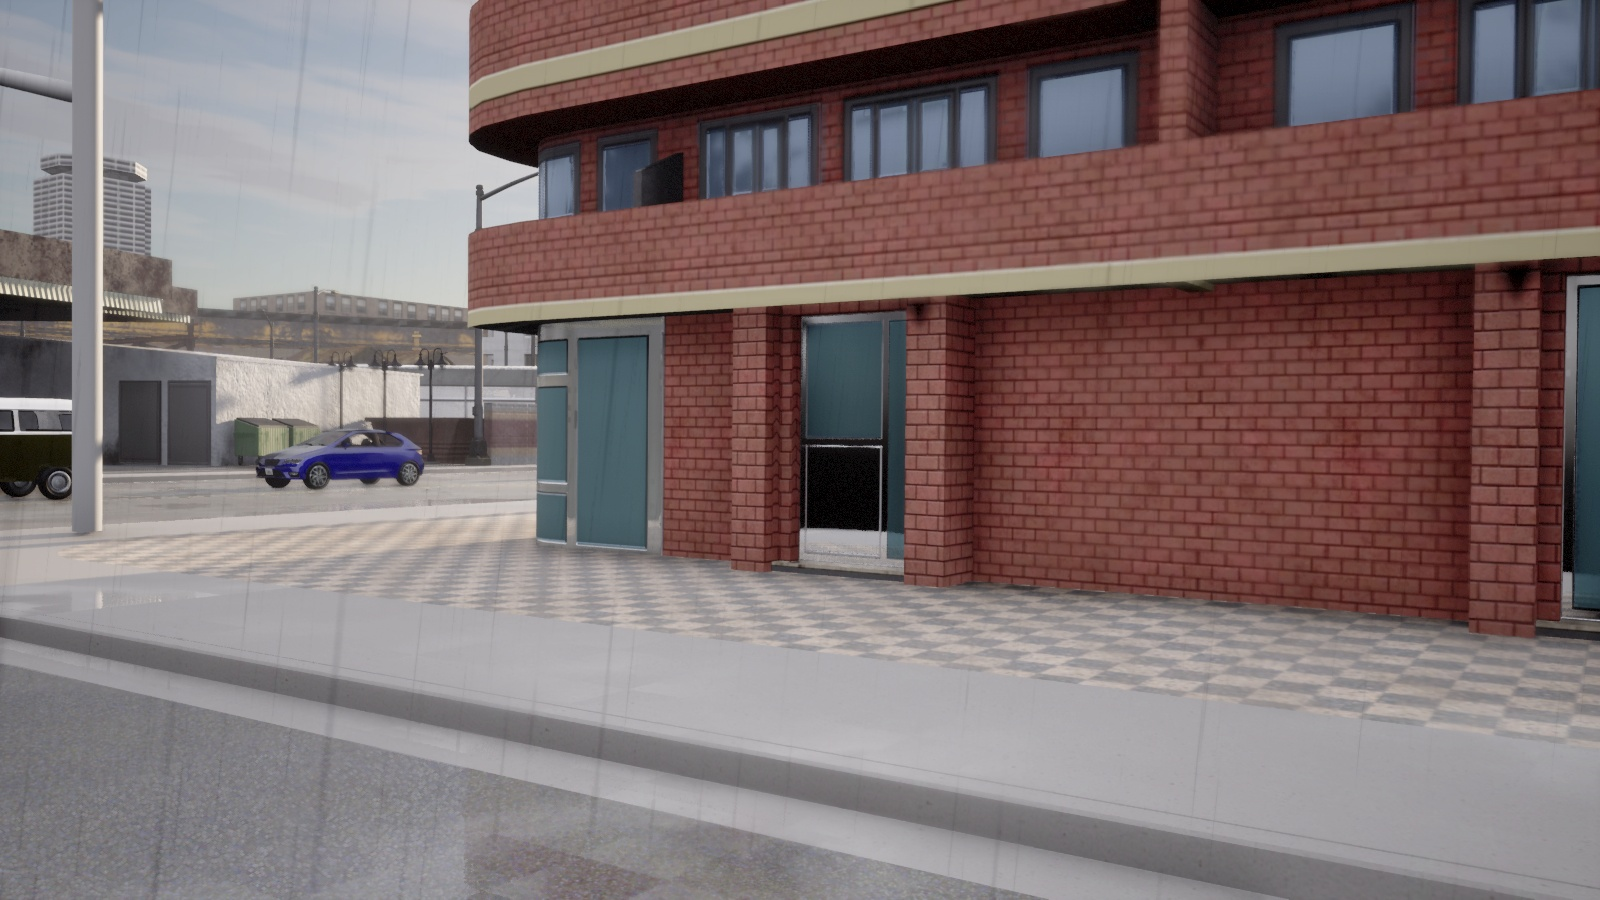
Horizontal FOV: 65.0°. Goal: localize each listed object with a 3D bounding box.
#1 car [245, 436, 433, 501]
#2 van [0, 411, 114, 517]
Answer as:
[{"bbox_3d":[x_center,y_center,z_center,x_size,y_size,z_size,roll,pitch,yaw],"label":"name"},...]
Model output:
[{"bbox_3d":[-11.542,0.416,31.720,1.816,1.474,4.193,0,1,33],"label":"car"},{"bbox_3d":[-16.206,0.267,24.497,2.069,2.038,4.480,0,1,32],"label":"van"}]
